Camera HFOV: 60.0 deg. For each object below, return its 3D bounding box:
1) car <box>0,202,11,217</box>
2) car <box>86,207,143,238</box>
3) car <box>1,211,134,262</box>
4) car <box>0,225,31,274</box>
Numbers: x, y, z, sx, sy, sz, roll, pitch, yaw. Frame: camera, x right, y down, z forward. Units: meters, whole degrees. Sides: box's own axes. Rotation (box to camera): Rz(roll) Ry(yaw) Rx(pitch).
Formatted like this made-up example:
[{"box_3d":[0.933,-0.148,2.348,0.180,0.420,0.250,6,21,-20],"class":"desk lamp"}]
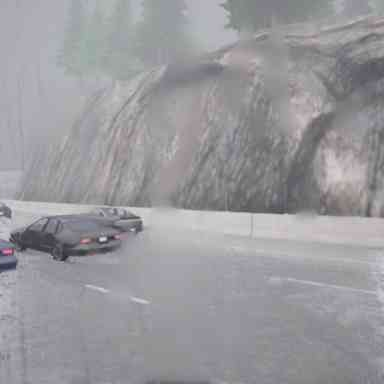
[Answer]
[{"box_3d":[-16.893,1.558,28.412,1.812,1.442,4.674,0,0,-44],"class":"car"},{"box_3d":[-4.507,1.509,16.634,4.902,1.511,2.128,0,0,41],"class":"car"},{"box_3d":[-4.763,1.561,12.247,5.357,1.411,2.033,0,0,40],"class":"car"},{"box_3d":[-6.883,1.559,9.451,5.357,1.411,2.033,0,0,40],"class":"car"}]
